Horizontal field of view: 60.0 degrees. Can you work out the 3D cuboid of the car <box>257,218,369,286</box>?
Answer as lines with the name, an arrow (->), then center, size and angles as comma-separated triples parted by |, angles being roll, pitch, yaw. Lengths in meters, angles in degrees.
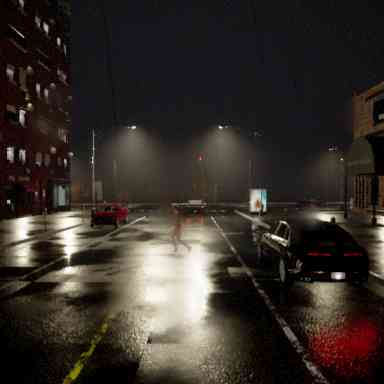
car -> 3.080, 1.502, 9.380 | 1.837, 1.490, 4.892 | 0, 0, 0

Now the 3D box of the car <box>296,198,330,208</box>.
car -> 16.079, 1.499, 44.351 | 4.181, 1.385, 1.994 | 0, 1, 1

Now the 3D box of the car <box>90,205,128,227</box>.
car -> -5.508, 1.536, 22.470 | 1.887, 1.381, 4.507 | -1, 0, 1

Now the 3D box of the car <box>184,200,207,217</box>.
car -> 0.337, 1.479, 31.040 | 2.128, 1.511, 4.902 | 0, 0, 1

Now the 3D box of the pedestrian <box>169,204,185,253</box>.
pedestrian -> -0.562, 1.292, 12.154 | 0.375, 1.860, 0.375 | -1, 1, -2
